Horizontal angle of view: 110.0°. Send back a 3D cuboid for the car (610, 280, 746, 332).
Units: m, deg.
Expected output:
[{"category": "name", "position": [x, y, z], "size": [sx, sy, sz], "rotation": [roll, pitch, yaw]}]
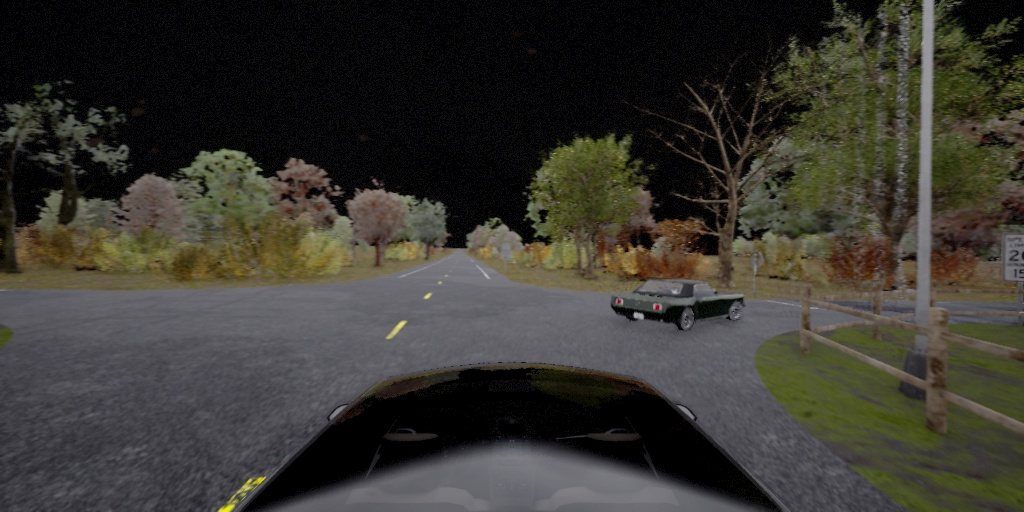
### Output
[{"category": "car", "position": [5.288, 1.383, 11.090], "size": [4.718, 1.301, 1.895], "rotation": [1, 0, -35]}]
